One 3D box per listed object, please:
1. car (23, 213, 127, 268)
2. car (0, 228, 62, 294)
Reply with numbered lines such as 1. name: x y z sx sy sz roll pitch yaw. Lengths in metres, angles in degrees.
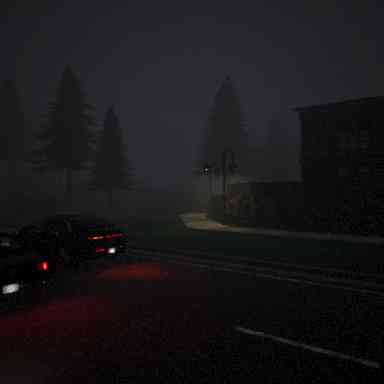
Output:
1. car: -4.362 1.505 11.404 4.892 1.490 1.837 0 0 36
2. car: -5.344 1.601 7.806 4.718 1.301 1.895 0 0 36
